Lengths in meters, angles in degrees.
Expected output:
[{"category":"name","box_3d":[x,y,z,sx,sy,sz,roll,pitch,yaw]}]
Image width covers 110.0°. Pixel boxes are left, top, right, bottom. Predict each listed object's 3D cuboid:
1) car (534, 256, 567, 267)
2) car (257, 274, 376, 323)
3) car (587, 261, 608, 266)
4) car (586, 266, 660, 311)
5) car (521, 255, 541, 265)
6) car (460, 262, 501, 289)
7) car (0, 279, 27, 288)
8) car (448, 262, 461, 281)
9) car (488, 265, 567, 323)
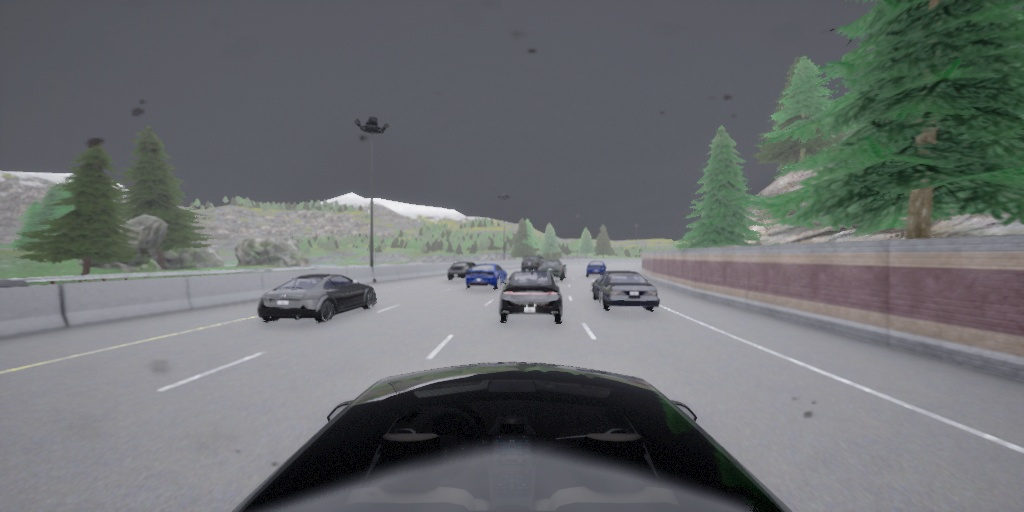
[{"category":"car","box_3d":[3.429,1.087,29.888,2.097,1.767,4.553,0,0,12]},{"category":"car","box_3d":[-6.327,1.293,12.156,1.994,1.385,4.181,0,0,5]},{"category":"car","box_3d":[8.530,1.219,35.918,1.882,1.535,5.008,0,0,15]},{"category":"car","box_3d":[4.363,1.297,14.473,2.033,1.411,5.357,0,0,6]},{"category":"car","box_3d":[2.628,0.947,40.716,2.150,2.045,5.566,0,0,17]},{"category":"car","box_3d":[-1.510,1.208,22.844,1.882,1.535,5.008,0,0,9]},{"category":"car","box_3d":[-20.589,1.247,12.143,2.033,1.411,5.357,0,0,5]},{"category":"car","box_3d":[-3.787,1.225,29.691,1.837,1.490,4.892,0,0,12]},{"category":"car","box_3d":[0.680,1.235,12.106,2.128,1.511,4.902,0,0,5]}]
